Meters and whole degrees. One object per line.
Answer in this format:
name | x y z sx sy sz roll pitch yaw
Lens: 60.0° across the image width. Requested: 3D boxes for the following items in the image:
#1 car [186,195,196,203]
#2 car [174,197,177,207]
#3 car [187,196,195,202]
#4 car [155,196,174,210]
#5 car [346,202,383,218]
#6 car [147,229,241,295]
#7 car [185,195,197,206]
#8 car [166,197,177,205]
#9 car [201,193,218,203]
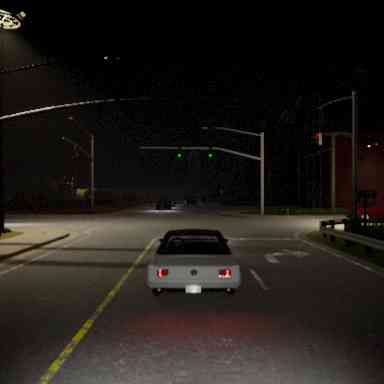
car | -0.240 1.490 71.063 2.097 1.767 4.553 0 0 0
car | -3.768 1.454 53.365 2.097 1.767 4.553 0 0 0
car | -0.271 1.594 80.292 2.033 1.411 5.357 0 0 0
car | -3.745 1.608 44.462 1.812 1.442 4.674 0 0 0
car | 15.036 1.555 26.697 5.008 1.535 1.882 0 0 1
car | 0.041 1.618 8.747 1.895 1.301 4.718 0 0 0
car | -0.192 1.613 57.066 1.837 1.490 4.892 0 0 0
car | -3.776 1.623 62.509 1.837 1.490 4.892 0 0 0
car | 3.917 1.283 72.850 1.905 1.878 3.866 -8 3 -42
